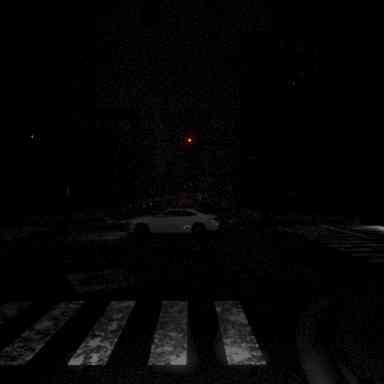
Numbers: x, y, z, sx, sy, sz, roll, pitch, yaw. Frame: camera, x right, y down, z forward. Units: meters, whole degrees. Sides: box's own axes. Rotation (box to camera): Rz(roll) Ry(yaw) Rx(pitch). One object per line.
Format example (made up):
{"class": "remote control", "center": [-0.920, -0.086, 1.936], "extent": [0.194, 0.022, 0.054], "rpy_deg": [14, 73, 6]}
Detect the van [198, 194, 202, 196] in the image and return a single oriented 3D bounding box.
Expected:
{"class": "van", "center": [2.371, 1.424, 58.178], "extent": [1.690, 1.788, 3.998], "rpy_deg": [0, 0, 0]}

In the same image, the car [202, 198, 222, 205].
{"class": "car", "center": [2.341, 1.606, 36.134], "extent": [1.947, 1.339, 4.313], "rpy_deg": [0, 0, 0]}

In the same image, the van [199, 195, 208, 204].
{"class": "van", "center": [2.386, 1.453, 69.199], "extent": [1.690, 1.788, 3.998], "rpy_deg": [0, 0, 0]}

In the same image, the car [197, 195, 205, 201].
{"class": "car", "center": [2.409, 1.600, 85.732], "extent": [1.967, 1.590, 4.097], "rpy_deg": [0, 0, 0]}

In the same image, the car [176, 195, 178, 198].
{"class": "car", "center": [-5.609, 1.721, 91.253], "extent": [1.887, 1.381, 4.507], "rpy_deg": [0, 0, 0]}

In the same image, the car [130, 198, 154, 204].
{"class": "car", "center": [-5.684, 1.480, 36.146], "extent": [1.967, 1.590, 4.097], "rpy_deg": [0, 0, 0]}

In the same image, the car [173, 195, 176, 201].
{"class": "car", "center": [-5.624, 1.694, 80.231], "extent": [2.008, 1.369, 4.403], "rpy_deg": [0, 0, 0]}

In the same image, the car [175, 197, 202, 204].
{"class": "car", "center": [-0.395, 1.508, 30.305], "extent": [1.882, 1.535, 5.008], "rpy_deg": [-1, 0, -2]}

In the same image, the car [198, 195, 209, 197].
{"class": "car", "center": [2.363, 1.637, 52.667], "extent": [1.947, 1.339, 4.313], "rpy_deg": [0, 0, 0]}

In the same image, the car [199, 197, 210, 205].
{"class": "car", "center": [2.378, 1.647, 63.688], "extent": [2.008, 1.369, 4.403], "rpy_deg": [0, 0, 0]}

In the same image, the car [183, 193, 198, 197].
{"class": "car", "center": [-0.164, 1.441, 60.958], "extent": [2.097, 1.767, 4.553], "rpy_deg": [0, 0, 0]}

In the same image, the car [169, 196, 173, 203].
{"class": "car", "center": [-5.639, 1.552, 69.210], "extent": [1.967, 1.590, 4.097], "rpy_deg": [0, 0, 0]}

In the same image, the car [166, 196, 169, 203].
{"class": "car", "center": [-5.654, 1.634, 58.188], "extent": [2.008, 1.369, 4.403], "rpy_deg": [0, 0, 0]}

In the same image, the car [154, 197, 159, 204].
{"class": "car", "center": [-5.677, 1.489, 41.656], "extent": [1.967, 1.590, 4.097], "rpy_deg": [0, 0, 0]}

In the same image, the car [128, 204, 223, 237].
{"class": "car", "center": [-0.949, 1.534, 17.351], "extent": [4.674, 1.442, 1.812], "rpy_deg": [0, 0, 0]}

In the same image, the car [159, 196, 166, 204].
{"class": "car", "center": [-5.662, 1.653, 52.678], "extent": [1.802, 1.307, 4.206], "rpy_deg": [0, 0, 0]}

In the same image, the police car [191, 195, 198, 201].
{"class": "police car", "center": [0.603, 1.598, 90.214], "extent": [1.930, 1.638, 5.238], "rpy_deg": [0, 0, 0]}

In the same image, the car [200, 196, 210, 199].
{"class": "car", "center": [2.356, 1.641, 47.157], "extent": [1.802, 1.307, 4.206], "rpy_deg": [0, 0, 0]}
